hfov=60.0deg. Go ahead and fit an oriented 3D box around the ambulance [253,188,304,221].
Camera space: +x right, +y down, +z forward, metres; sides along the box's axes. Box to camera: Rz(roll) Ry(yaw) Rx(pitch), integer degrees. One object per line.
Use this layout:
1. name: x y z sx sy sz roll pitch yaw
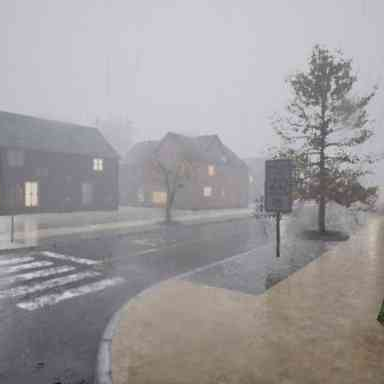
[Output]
1. ambulance: 7.046 0.929 26.877 2.351 2.431 6.366 1 0 34
